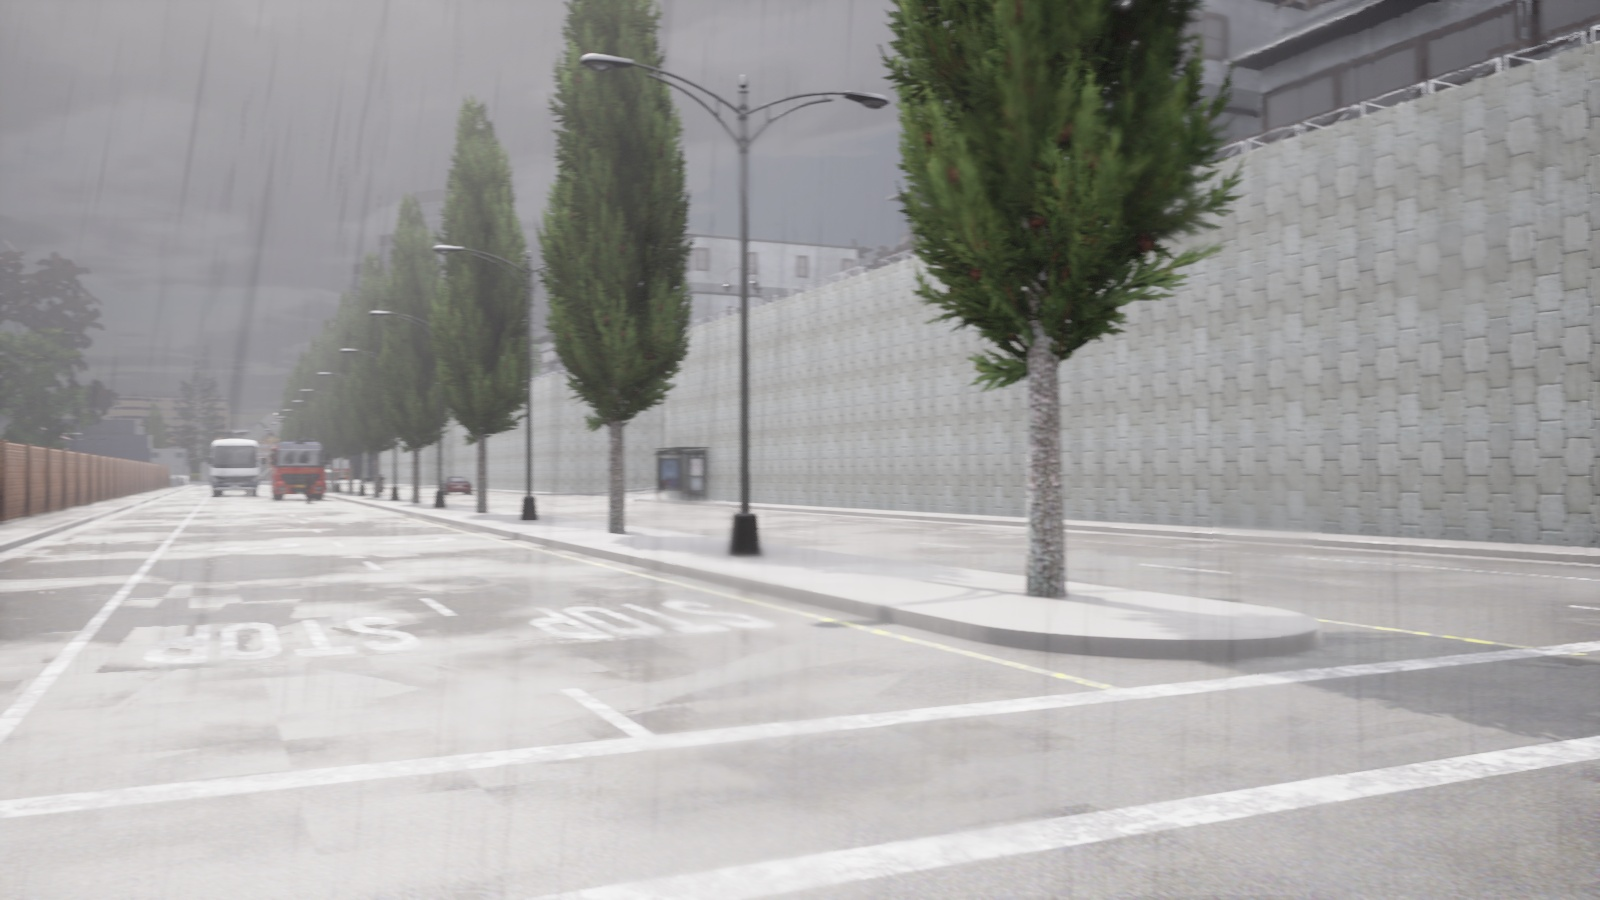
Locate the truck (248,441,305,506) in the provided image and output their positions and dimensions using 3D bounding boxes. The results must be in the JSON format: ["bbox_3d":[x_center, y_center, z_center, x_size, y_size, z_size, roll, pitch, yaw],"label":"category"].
[{"bbox_3d":[-32.831,1.478,78.594,2.891,3.827,8.468,0,-1,-25],"label":"truck"}]

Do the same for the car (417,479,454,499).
[{"bbox_3d":[-27.186,2.895,93.541,1.994,1.385,4.181,0,-1,-25],"label":"car"}]
